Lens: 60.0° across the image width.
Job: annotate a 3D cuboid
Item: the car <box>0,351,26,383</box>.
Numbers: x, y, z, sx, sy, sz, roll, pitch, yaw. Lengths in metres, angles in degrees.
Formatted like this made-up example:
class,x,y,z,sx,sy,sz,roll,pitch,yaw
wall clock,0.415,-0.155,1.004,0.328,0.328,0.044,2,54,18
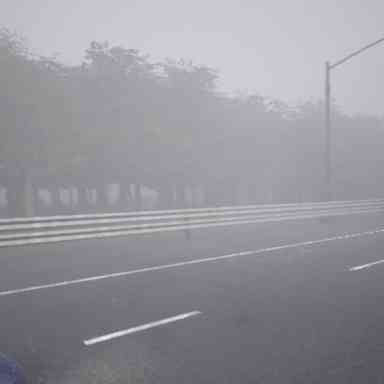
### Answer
class,x,y,z,sx,sy,sz,roll,pitch,yaw
car,-3.271,1.550,1.415,4.674,1.442,1.812,-1,1,-35
